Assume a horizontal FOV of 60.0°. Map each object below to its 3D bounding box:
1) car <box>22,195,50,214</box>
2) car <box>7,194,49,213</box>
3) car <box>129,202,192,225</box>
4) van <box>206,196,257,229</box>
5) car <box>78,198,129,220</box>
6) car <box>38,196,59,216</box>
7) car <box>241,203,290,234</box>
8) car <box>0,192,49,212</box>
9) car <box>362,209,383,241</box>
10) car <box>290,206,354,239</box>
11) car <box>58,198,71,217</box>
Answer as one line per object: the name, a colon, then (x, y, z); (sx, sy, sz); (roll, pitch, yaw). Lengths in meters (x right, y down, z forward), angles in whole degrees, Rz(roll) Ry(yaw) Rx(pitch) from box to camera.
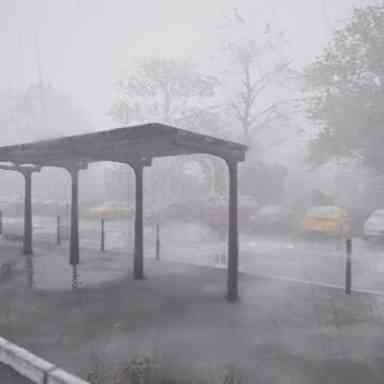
car: (-13.157, 1.334, 32.072); (2.097, 1.535, 5.008); (0, 0, 35)
car: (-15.419, 1.316, 33.681); (2.097, 1.535, 5.008); (0, 0, 35)
car: (-1.869, 1.451, 23.998); (2.163, 1.488, 4.792); (0, 0, 35)
van: (2.739, 1.231, 20.898); (1.878, 1.987, 4.442); (0, 0, 35)
car: (-6.484, 1.383, 27.089); (1.946, 1.575, 5.366); (0, 0, 35)
car: (-10.895, 1.352, 30.463); (2.231, 1.521, 4.892); (0, 0, 35)
car: (4.929, 1.515, 19.193); (2.002, 1.452, 4.674); (0, 0, 35)
car: (-17.699, 1.047, 35.261); (2.435, 2.045, 5.566); (0, 0, 35)
car: (9.454, 1.551, 15.975); (2.002, 1.452, 4.674); (0, 0, 35)
car: (7.191, 1.493, 17.582); (2.097, 1.535, 5.008); (0, 0, 35)
car: (-8.621, 1.398, 28.873); (2.163, 1.488, 4.792); (0, 0, 35)
